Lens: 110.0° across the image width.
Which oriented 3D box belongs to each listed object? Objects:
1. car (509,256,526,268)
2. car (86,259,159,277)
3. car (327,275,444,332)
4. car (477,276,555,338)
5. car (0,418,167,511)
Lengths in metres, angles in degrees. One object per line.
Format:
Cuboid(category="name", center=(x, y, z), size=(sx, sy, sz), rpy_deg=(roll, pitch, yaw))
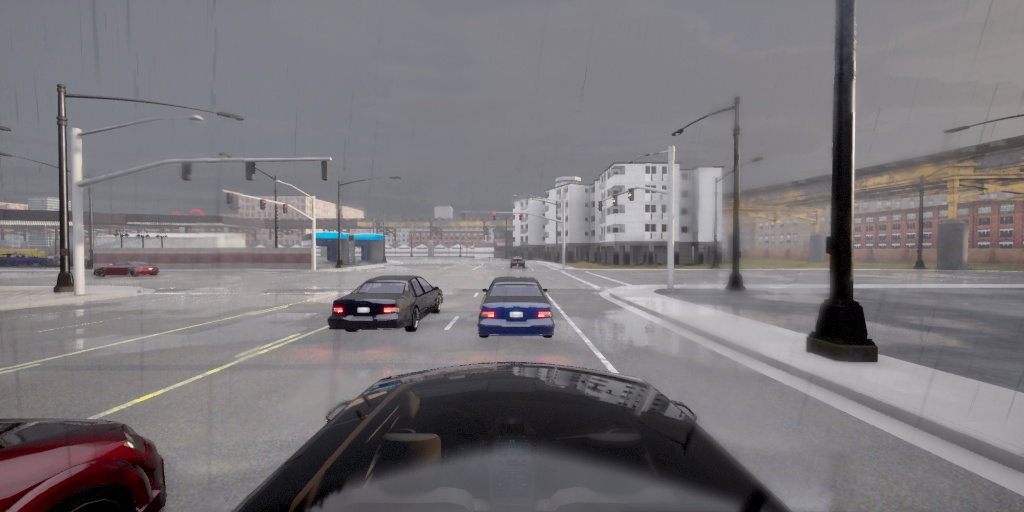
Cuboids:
Cuboid(category="car", center=(0.708, 0.772, 46.082), size=(1.837, 1.490, 4.892), rpy_deg=(0, 1, 0))
Cuboid(category="car", center=(-33.289, 1.084, 30.985), size=(4.181, 1.385, 1.994), rpy_deg=(0, 1, -1))
Cuboid(category="car", center=(-3.406, 1.274, 10.730), size=(2.033, 1.411, 5.357), rpy_deg=(0, 0, 0))
Cuboid(category="car", center=(0.090, 1.279, 10.128), size=(2.033, 1.411, 5.357), rpy_deg=(0, 0, 0))
Cuboid(category="car", center=(-3.395, 1.314, 0.733), size=(1.994, 1.385, 4.181), rpy_deg=(0, 0, 0))
